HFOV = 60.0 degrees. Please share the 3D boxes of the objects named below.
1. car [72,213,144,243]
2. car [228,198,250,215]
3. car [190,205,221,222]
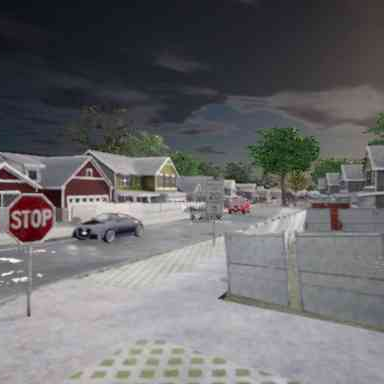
[{"bbox_3d":[-4.372,1.822,17.862,1.994,1.385,4.181,1,0,25],"label":"car"},{"bbox_3d":[6.299,1.863,44.191,2.150,2.045,5.566,1,-1,18],"label":"car"},{"bbox_3d":[1.346,1.928,31.017,2.128,1.511,4.902,1,-1,22],"label":"car"}]
